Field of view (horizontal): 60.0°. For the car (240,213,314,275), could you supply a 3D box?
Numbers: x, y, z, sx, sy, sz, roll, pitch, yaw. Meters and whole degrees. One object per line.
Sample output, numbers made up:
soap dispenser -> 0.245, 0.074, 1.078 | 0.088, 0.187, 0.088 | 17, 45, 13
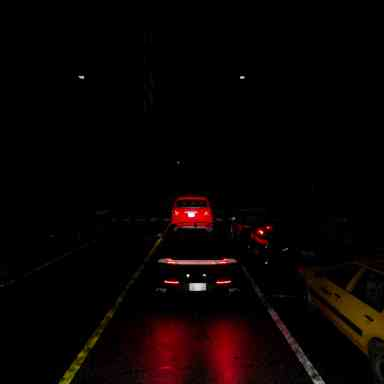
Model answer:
car -> 2.863, 1.562, 10.228 | 1.947, 1.339, 4.313 | -1, 0, 0

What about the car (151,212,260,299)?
car -> 0.096, 1.489, 8.400 | 2.128, 1.511, 4.902 | 0, 0, 0

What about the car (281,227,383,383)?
car -> 2.864, 1.524, 4.812 | 1.752, 1.417, 4.829 | -1, 0, 0

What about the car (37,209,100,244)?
car -> -5.685, 1.539, 15.808 | 1.887, 1.381, 4.507 | -1, 0, 0

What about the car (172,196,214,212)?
car -> 0.061, 1.214, 18.749 | 2.150, 2.045, 5.566 | 0, 0, 2

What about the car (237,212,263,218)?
car -> 2.861, 1.576, 15.814 | 1.802, 1.307, 4.206 | -1, 0, 0
